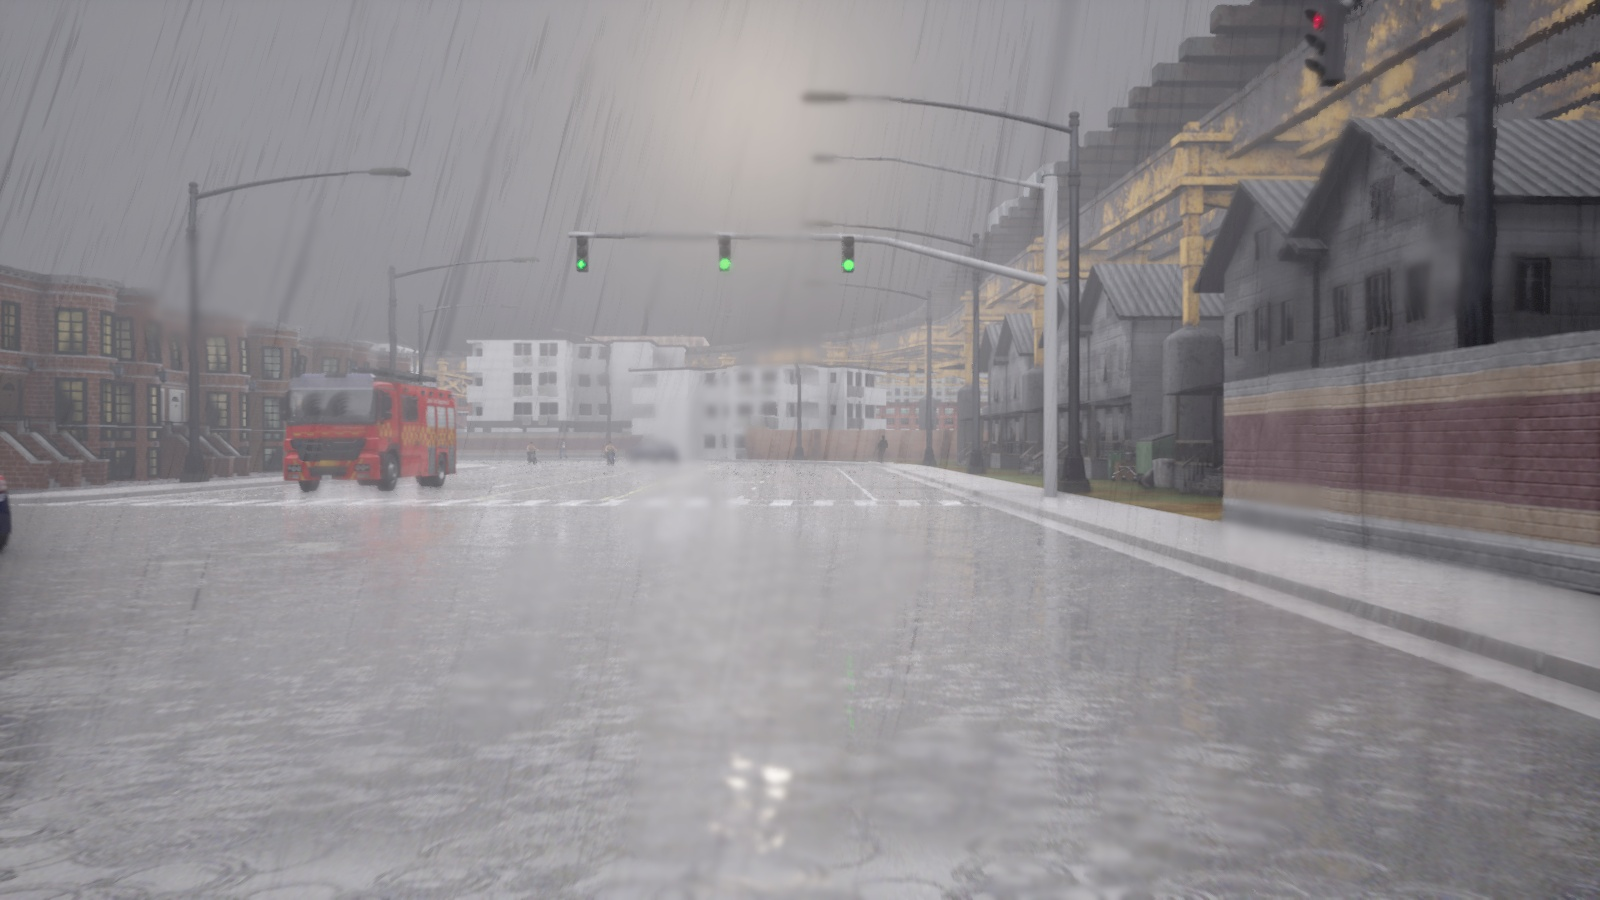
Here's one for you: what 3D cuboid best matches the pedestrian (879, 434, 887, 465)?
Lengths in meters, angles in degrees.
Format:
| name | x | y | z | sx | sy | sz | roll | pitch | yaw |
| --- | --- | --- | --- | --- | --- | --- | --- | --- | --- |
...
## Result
| name | x | y | z | sx | sy | sz | roll | pitch | yaw |
| --- | --- | --- | --- | --- | --- | --- | --- | --- | --- |
| pedestrian | 5.070 | -0.028 | 76.978 | 0.395 | 1.930 | 0.692 | 0 | 0 | -2 |

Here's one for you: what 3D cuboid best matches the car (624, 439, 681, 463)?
| name | x | y | z | sx | sy | sz | roll | pitch | yaw |
| --- | --- | --- | --- | --- | --- | --- | --- | --- | --- |
| car | -10.939 | 0.072 | 92.957 | 2.097 | 1.767 | 4.553 | 0 | 0 | -38 |

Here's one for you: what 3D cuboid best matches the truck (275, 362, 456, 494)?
| name | x | y | z | sx | sy | sz | roll | pitch | yaw |
| --- | --- | --- | --- | --- | --- | --- | --- | --- | --- |
| truck | -13.746 | -0.658 | 40.600 | 2.891 | 3.827 | 8.468 | 0 | 0 | 0 |

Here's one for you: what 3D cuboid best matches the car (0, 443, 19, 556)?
| name | x | y | z | sx | sy | sz | roll | pitch | yaw |
| --- | --- | --- | --- | --- | --- | --- | --- | --- | --- |
| car | -12.512 | 0.653 | 17.197 | 3.633 | 1.501 | 1.845 | 0 | 0 | 36 |
